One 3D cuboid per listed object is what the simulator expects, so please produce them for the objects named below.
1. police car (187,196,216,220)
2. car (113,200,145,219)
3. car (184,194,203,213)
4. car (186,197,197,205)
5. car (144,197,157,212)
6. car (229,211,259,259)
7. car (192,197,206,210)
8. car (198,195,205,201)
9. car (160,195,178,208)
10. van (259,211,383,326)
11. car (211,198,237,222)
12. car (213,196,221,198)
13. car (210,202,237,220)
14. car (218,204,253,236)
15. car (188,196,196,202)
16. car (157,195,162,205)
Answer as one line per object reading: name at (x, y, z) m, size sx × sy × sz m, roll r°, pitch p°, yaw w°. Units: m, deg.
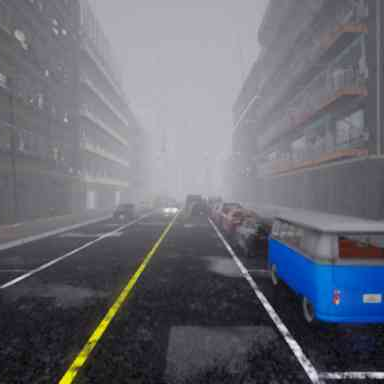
police car at (0.758, 1.482, 28.973) m, size 1.930 × 1.638 × 5.238 m, roll 0°, pitch 0°, yaw 0°
car at (-5.694, 1.625, 29.362) m, size 1.947 × 1.339 × 4.313 m, roll 0°, pitch 0°, yaw 0°
car at (0.428, 1.290, 38.944) m, size 2.150 × 2.045 × 5.566 m, roll -1°, pitch 0°, yaw 6°
car at (-0.010, 1.667, 64.410) m, size 2.033 × 1.411 × 5.357 m, roll 0°, pitch 0°, yaw 0°
car at (-5.695, 1.604, 40.466) m, size 1.752 × 1.417 × 4.829 m, roll 0°, pitch 0°, yaw 0°
car at (2.689, 1.593, 12.452) m, size 1.947 × 1.339 × 4.313 m, roll 0°, pitch 0°, yaw 0°
car at (0.893, 1.542, 45.048) m, size 1.801 × 1.575 × 5.366 m, roll 0°, pitch 0°, yaw 0°
car at (2.678, 1.685, 91.531) m, size 1.752 × 1.417 × 4.829 m, roll 0°, pitch 0°, yaw 0°
car at (-3.089, 1.586, 49.801) m, size 2.128 × 1.511 × 4.902 m, roll 0°, pitch 0°, yaw 0°
van at (2.691, 1.356, 6.816) m, size 1.690 × 1.788 × 3.998 m, roll 0°, pitch 0°, yaw 0°
car at (2.688, 1.489, 23.725) m, size 1.967 × 1.590 × 4.097 m, roll 0°, pitch 0°, yaw 0°
car at (2.687, 1.395, 40.634) m, size 2.192 × 1.841 × 5.009 m, roll 0°, pitch 0°, yaw 0°
car at (2.687, 1.610, 29.360) m, size 2.008 × 1.369 × 4.403 m, roll 0°, pitch 0°, yaw 0°
car at (2.689, 1.583, 18.088) m, size 1.887 × 1.381 × 4.507 m, roll 0°, pitch 0°, yaw 0°
car at (-0.012, 1.587, 79.409) m, size 2.033 × 1.411 × 5.357 m, roll 0°, pitch 0°, yaw 0°
car at (-5.698, 1.547, 57.546) m, size 1.967 × 1.590 × 4.097 m, roll 0°, pitch 0°, yaw 0°
